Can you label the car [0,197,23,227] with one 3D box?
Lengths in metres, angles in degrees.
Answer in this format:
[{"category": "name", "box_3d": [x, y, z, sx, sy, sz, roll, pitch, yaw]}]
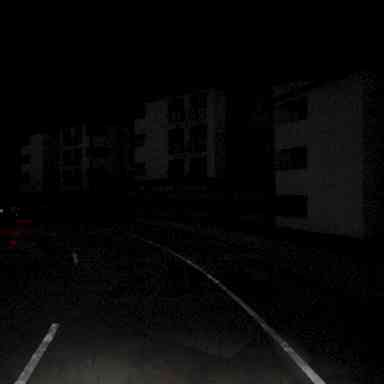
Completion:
[{"category": "car", "box_3d": [-14.281, 1.358, 23.221, 5.566, 2.045, 2.150, -1, -1, 41]}]
